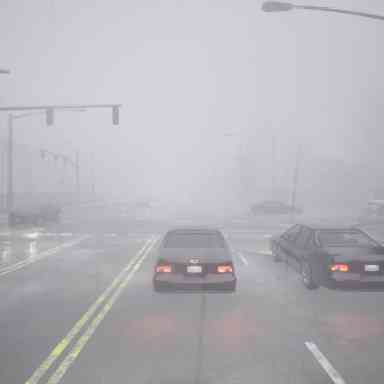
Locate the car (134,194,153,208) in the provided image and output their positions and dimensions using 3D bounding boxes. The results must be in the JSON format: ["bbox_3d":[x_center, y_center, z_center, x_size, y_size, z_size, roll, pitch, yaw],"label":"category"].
[{"bbox_3d":[-6.879,1.428,47.038,1.882,1.535,5.008,0,0,-6],"label":"car"}]

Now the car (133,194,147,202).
[{"bbox_3d":[-10.709,1.279,68.639,2.033,1.411,5.357,0,1,0],"label":"car"}]

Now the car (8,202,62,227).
[{"bbox_3d":[-10.670,1.477,22.925,1.882,1.535,5.008,0,0,0],"label":"car"}]

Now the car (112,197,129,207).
[{"bbox_3d":[-10.747,1.459,50.457,1.812,1.442,4.674,0,0,0],"label":"car"}]

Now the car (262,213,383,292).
[{"bbox_3d":[3.552,1.547,9.079,2.033,1.411,5.357,0,0,0],"label":"car"}]

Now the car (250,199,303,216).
[{"bbox_3d":[7.978,1.490,31.565,4.892,1.490,1.837,0,1,13],"label":"car"}]

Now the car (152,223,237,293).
[{"bbox_3d":[0.052,1.547,8.970,2.033,1.411,5.357,0,0,0],"label":"car"}]

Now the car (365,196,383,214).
[{"bbox_3d":[21.317,1.222,35.135,5.566,2.045,2.150,0,0,-2],"label":"car"}]

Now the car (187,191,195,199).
[{"bbox_3d":[-0.257,0.805,84.522,2.097,1.767,4.553,0,1,0],"label":"car"}]

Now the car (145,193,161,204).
[{"bbox_3d":[-7.253,1.392,60.588,1.994,1.385,4.181,0,1,0],"label":"car"}]

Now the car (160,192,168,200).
[{"bbox_3d":[-7.228,0.988,74.922,2.097,1.767,4.553,0,1,0],"label":"car"}]

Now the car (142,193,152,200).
[{"bbox_3d":[-10.744,1.034,80.286,1.837,1.490,4.892,0,1,0],"label":"car"}]

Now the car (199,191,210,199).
[{"bbox_3d":[3.251,0.727,81.992,2.150,2.045,5.566,0,1,0],"label":"car"}]
